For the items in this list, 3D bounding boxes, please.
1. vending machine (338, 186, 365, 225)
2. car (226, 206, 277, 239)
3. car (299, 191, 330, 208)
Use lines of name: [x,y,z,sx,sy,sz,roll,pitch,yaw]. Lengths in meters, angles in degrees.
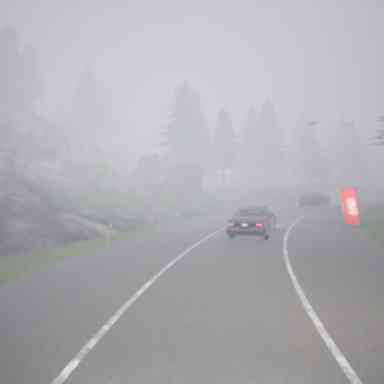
vending machine: [9.000,0.787,18.848,1.100,2.100,0.880,-8,-7,23]
car: [3.022,1.370,16.275,2.033,1.411,5.357,-1,1,19]
car: [12.115,0.700,32.811,2.128,1.511,4.902,-3,0,38]
